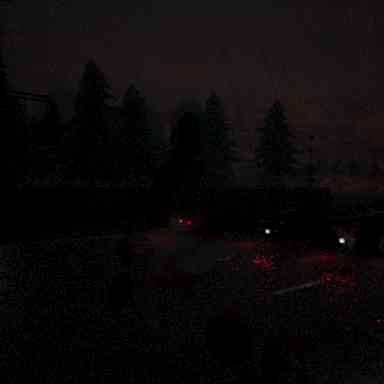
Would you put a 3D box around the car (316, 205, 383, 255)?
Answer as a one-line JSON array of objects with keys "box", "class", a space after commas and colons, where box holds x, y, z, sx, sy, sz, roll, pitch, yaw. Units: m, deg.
[{"box": [7.390, 1.485, 13.388, 4.892, 1.490, 1.837, -1, 0, -35], "class": "car"}]

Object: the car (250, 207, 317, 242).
[{"box": [5.353, 1.485, 16.234, 4.892, 1.490, 1.837, -1, 0, -35], "class": "car"}]

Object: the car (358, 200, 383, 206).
[{"box": [15.472, 1.459, 27.862, 4.892, 1.490, 1.837, -1, 0, -36], "class": "car"}]

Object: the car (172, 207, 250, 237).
[{"box": [1.547, 1.530, 17.843, 5.357, 1.411, 2.033, 0, 0, -35], "class": "car"}]
